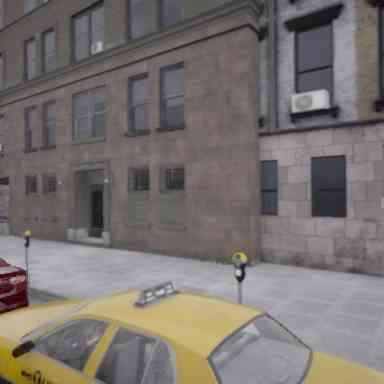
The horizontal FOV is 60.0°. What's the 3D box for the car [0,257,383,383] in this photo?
[{"bbox_3d":[-0.528,1.546,3.185,4.829,1.417,1.752,-1,0,35],"label":"car"}]
